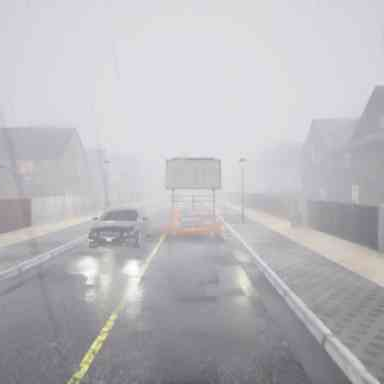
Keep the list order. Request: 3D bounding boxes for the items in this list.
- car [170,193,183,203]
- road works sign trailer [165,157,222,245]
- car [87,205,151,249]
[{"bbox_3d":[-2.598,0.951,55.755,1.882,1.535,5.008,0,0,1],"label":"car"},{"bbox_3d":[0.061,0.288,14.597,2.380,3.560,2.880,0,1,1],"label":"road works sign trailer"},{"bbox_3d":[-2.796,1.339,13.695,1.837,1.490,4.892,0,1,0],"label":"car"}]
